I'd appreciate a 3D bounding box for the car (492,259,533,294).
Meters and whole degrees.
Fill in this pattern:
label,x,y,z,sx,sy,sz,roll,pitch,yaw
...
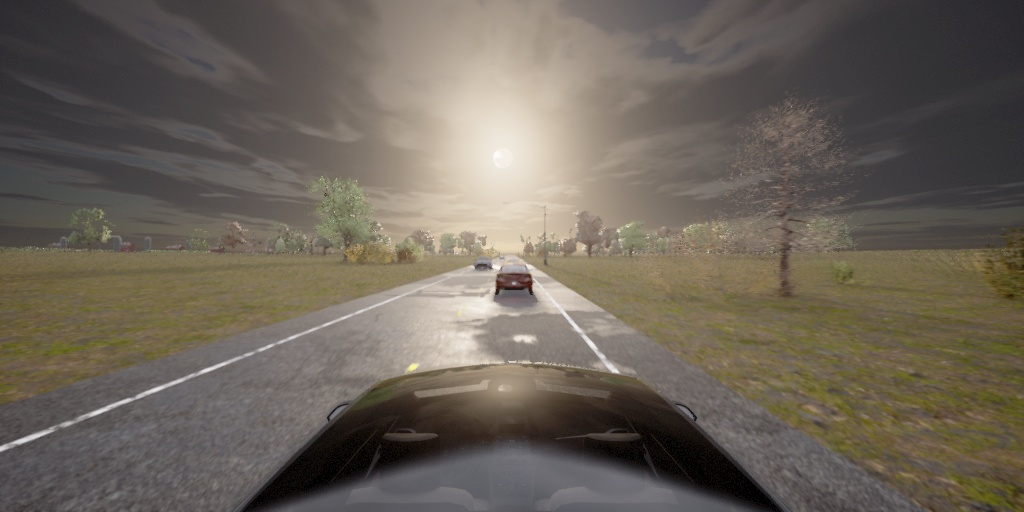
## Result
label,x,y,z,sx,sy,sz,roll,pitch,yaw
car,0.107,1.111,19.244,1.882,1.535,5.008,0,0,0

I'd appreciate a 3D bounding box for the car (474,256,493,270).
label,x,y,z,sx,sy,sz,roll,pitch,yaw
car,-3.546,0.812,45.140,2.097,1.767,4.553,0,0,0

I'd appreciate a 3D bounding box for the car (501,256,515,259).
label,x,y,z,sx,sy,sz,roll,pitch,yaw
car,0.113,0.991,37.100,1.882,1.535,5.008,0,0,0
